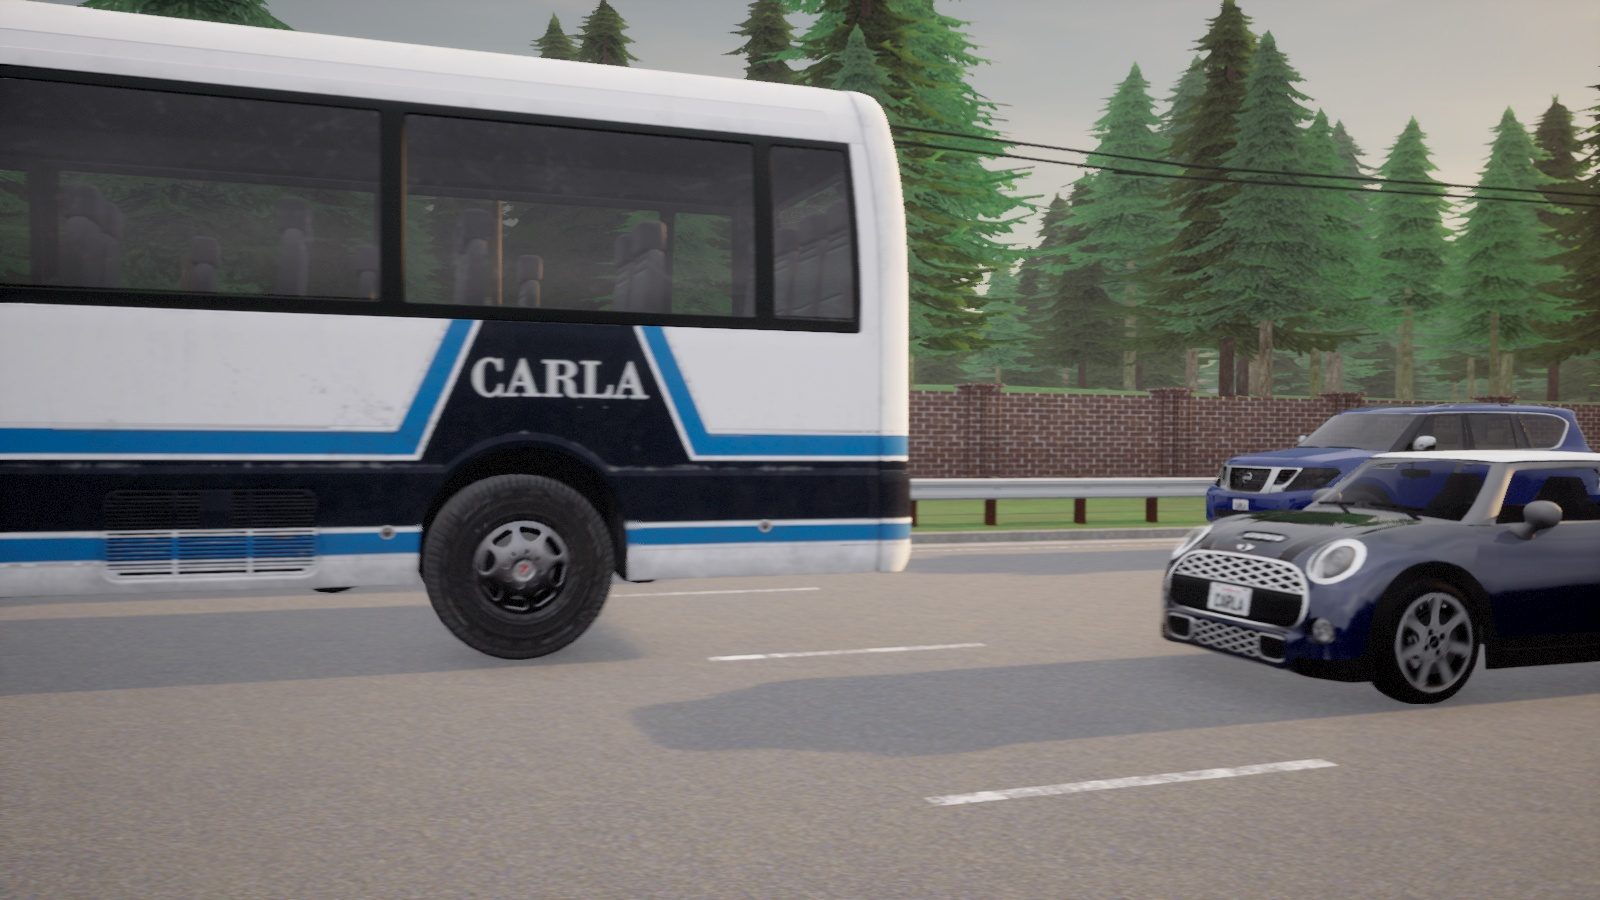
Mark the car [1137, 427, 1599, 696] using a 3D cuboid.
[{"bbox_3d":[4.508,0.597,8.567,3.806,1.475,1.970,-1,1,-20],"label":"car"}]

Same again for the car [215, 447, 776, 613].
[{"bbox_3d":[-3.123,0.720,13.270,5.357,1.411,2.033,-1,1,-20],"label":"car"}]

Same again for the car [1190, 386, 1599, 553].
[{"bbox_3d":[8.417,0.187,17.399,5.566,2.045,2.150,-1,1,-20],"label":"car"}]

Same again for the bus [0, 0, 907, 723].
[{"bbox_3d":[-4.771,-0.627,8.952,10.273,4.253,3.944,-1,1,-20],"label":"bus"}]
